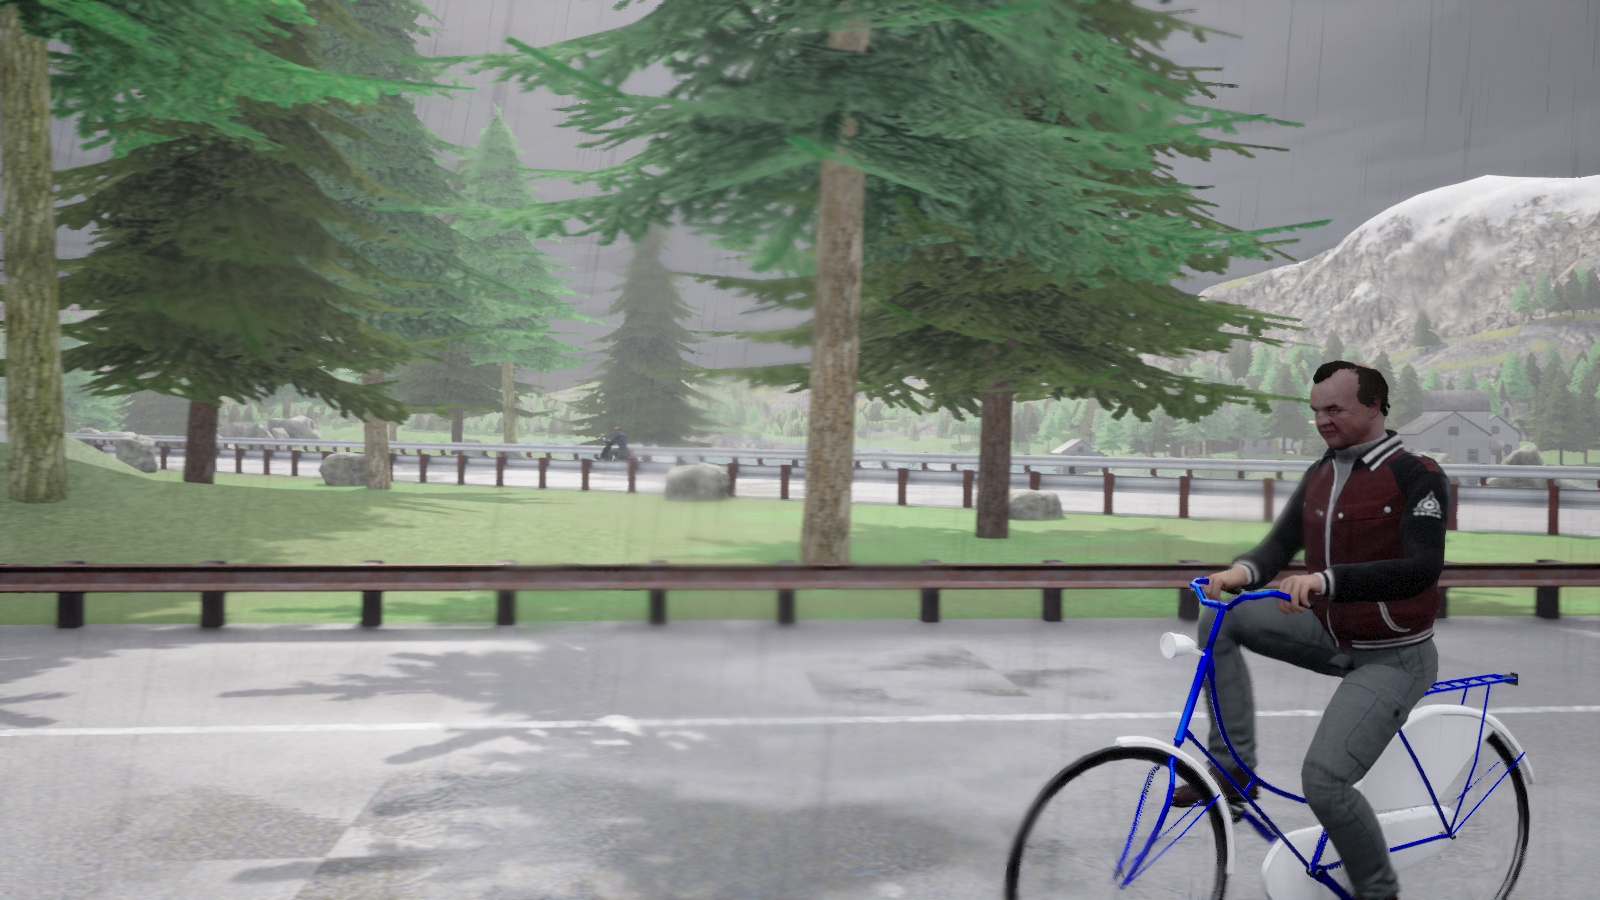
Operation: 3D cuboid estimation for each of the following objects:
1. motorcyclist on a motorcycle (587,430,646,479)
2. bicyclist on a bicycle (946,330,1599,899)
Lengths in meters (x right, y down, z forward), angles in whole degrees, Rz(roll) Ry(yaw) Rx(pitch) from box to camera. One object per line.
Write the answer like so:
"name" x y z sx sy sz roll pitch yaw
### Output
"motorcyclist on a motorcycle" -6.094 0.140 41.632 1.817 1.590 0.866 0 1 33
"bicyclist on a bicycle" 1.395 0.596 3.547 1.843 1.776 0.659 -1 1 -20
